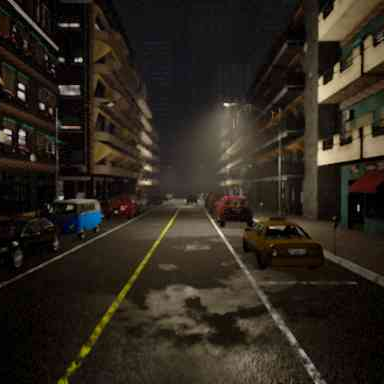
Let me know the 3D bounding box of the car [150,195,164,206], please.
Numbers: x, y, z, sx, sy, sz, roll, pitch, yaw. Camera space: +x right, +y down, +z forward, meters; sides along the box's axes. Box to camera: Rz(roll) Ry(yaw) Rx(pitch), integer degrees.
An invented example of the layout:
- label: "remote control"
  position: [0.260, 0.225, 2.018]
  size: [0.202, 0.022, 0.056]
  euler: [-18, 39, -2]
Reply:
- label: "car"
  position: [-5.705, 1.353, 49.845]
  size: [1.802, 1.307, 4.206]
  euler: [-1, 0, 0]

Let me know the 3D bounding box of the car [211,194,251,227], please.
- label: "car"
  position: [2.674, 1.214, 21.806]
  size: [2.192, 1.841, 5.009]
  euler: [-1, 0, 0]

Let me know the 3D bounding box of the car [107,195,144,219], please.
- label: "car"
  position: [-5.697, 1.188, 27.436]
  size: [2.192, 1.841, 5.009]
  euler: [-1, 0, 0]

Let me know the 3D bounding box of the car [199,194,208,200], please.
- label: "car"
  position: [2.672, 1.210, 77.827]
  size: [1.947, 1.339, 4.313]
  euler: [-1, 0, 0]

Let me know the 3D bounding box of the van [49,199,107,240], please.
- label: "van"
  position: [-5.672, 1.266, 16.232]
  size: [1.690, 1.788, 3.998]
  euler: [-1, 0, 0]

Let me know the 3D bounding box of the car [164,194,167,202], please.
- label: "car"
  position: [-5.706, 1.327, 55.447]
  size: [1.802, 1.307, 4.206]
  euler: [-1, 0, 0]

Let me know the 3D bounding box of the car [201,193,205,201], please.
- label: "car"
  position: [2.672, 1.111, 44.214]
  size: [2.192, 1.841, 5.009]
  euler: [-1, 0, 0]

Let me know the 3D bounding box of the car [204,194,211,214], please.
- label: "car"
  position: [2.673, 1.162, 33.010]
  size: [2.192, 1.841, 5.009]
  euler: [-1, 0, 0]

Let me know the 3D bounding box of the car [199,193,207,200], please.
- label: "car"
  position: [2.670, 1.060, 83.428]
  size: [1.967, 1.590, 4.097]
  euler: [-1, 0, 0]

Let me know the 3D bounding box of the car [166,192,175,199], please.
- label: "car"
  position: [-5.712, 0.910, 89.058]
  size: [2.192, 1.841, 5.009]
  euler: [-1, 0, 0]

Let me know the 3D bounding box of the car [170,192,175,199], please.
- label: "car"
  position: [-5.708, 1.195, 77.855]
  size: [2.008, 1.369, 4.403]
  euler: [-1, 0, 0]

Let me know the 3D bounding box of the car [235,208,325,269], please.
- label: "car"
  position: [2.678, 1.475, 10.773]
  size: [1.752, 1.417, 4.829]
  euler: [-1, 0, 0]

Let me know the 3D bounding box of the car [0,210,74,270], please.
- label: "car"
  position: [-5.669, 1.501, 10.631]
  size: [2.008, 1.369, 4.403]
  euler: [-1, 0, 0]

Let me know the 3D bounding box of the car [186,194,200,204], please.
- label: "car"
  position: [-0.006, 1.222, 55.617]
  size: [1.882, 1.535, 5.008]
  euler: [0, 0, 0]

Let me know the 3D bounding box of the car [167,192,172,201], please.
- label: "car"
  position: [-5.707, 1.246, 66.651]
  size: [2.008, 1.369, 4.403]
  euler: [-1, 0, 0]

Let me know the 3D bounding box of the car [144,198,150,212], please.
- label: "car"
  position: [-5.711, 1.398, 33.039]
  size: [2.008, 1.369, 4.403]
  euler: [-1, 0, 0]

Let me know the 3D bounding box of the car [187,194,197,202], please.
- label: "car"
  position: [-0.006, 1.222, 66.043]
  size: [1.812, 1.442, 4.674]
  euler: [0, 0, 0]
